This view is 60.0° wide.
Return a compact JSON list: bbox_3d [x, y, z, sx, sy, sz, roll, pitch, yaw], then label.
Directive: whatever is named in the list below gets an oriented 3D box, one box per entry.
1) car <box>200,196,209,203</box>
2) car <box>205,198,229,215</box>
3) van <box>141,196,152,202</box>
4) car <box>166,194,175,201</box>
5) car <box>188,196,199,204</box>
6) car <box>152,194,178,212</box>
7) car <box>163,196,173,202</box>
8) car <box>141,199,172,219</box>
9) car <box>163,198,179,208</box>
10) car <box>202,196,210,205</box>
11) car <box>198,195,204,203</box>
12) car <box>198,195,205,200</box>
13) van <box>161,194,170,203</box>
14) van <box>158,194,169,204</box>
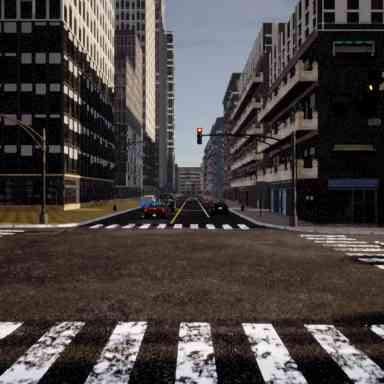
[{"bbox_3d":[2.705,1.559,71.997,1.887,1.381,4.507,0,0,0],"label":"car"},{"bbox_3d":[2.696,1.568,33.760,1.947,1.339,4.313,0,0,0],"label":"car"},{"bbox_3d":[-5.683,1.346,43.728,1.690,1.788,3.998,0,0,0],"label":"van"},{"bbox_3d":[-5.672,1.336,88.963,2.192,1.841,5.009,0,0,0],"label":"car"},{"bbox_3d":[0.115,1.611,63.381,1.895,1.301,4.718,0,0,0],"label":"car"},{"bbox_3d":[-3.095,1.225,39.463,2.150,2.045,5.566,0,0,0],"label":"car"},{"bbox_3d":[-5.674,1.567,77.654,2.008,1.369,4.403,0,0,0],"label":"car"},{"bbox_3d":[-3.095,1.603,29.564,1.895,1.301,4.718,0,0,0],"label":"car"},{"bbox_3d":[-3.072,1.570,49.553,1.994,1.385,4.181,0,0,0],"label":"car"},{"bbox_3d":[2.698,1.549,43.727,1.887,1.381,4.507,0,0,0],"label":"car"},{"bbox_3d":[2.702,1.560,60.690,2.008,1.369,4.403,0,0,0],"label":"car"},{"bbox_3d":[2.710,1.590,94.615,1.947,1.339,4.313,0,0,0],"label":"car"},{"bbox_3d":[-5.676,1.355,72.000,1.690,1.788,3.998,0,0,0],"label":"van"},{"bbox_3d":[-5.678,1.353,66.345,1.690,1.788,3.998,0,0,0],"label":"van"}]
